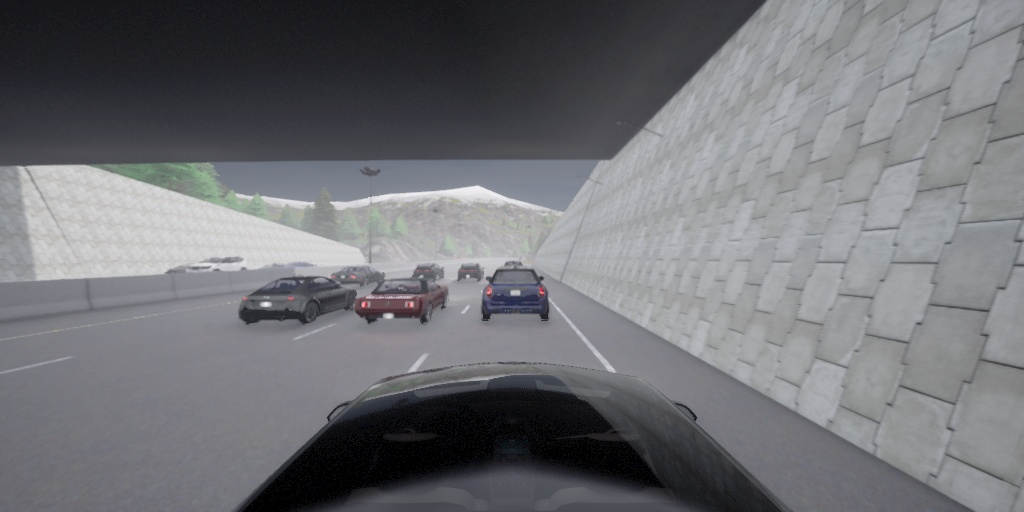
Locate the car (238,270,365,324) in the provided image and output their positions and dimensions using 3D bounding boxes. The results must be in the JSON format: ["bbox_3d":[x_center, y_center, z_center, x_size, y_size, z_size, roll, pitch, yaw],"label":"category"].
[{"bbox_3d":[-6.895,1.334,12.061,1.994,1.385,4.181,0,0,0],"label":"car"}]

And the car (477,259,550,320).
[{"bbox_3d":[0.106,1.124,12.826,2.097,1.767,4.553,0,0,0],"label":"car"}]

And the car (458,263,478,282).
[{"bbox_3d":[-3.377,1.310,29.977,1.837,1.490,4.892,0,0,0],"label":"car"}]

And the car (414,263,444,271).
[{"bbox_3d":[-6.876,1.310,29.968,1.837,1.490,4.892,0,0,0],"label":"car"}]

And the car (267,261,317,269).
[{"bbox_3d":[-21.065,1.293,35.032,1.882,1.535,5.008,0,0,0],"label":"car"}]

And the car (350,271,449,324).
[{"bbox_3d":[-3.396,1.371,12.102,1.895,1.301,4.718,0,0,0],"label":"car"}]

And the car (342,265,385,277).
[{"bbox_3d":[-10.383,1.342,24.527,2.033,1.411,5.357,0,0,0],"label":"car"}]

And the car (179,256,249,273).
[{"bbox_3d":[-28.067,1.035,34.443,2.150,2.045,5.566,0,0,0],"label":"car"}]

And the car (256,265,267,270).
[{"bbox_3d":[-24.559,1.384,37.233,1.994,1.385,4.181,0,0,0],"label":"car"}]

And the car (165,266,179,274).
[{"bbox_3d":[-31.559,1.380,35.386,1.994,1.385,4.181,0,0,0],"label":"car"}]
